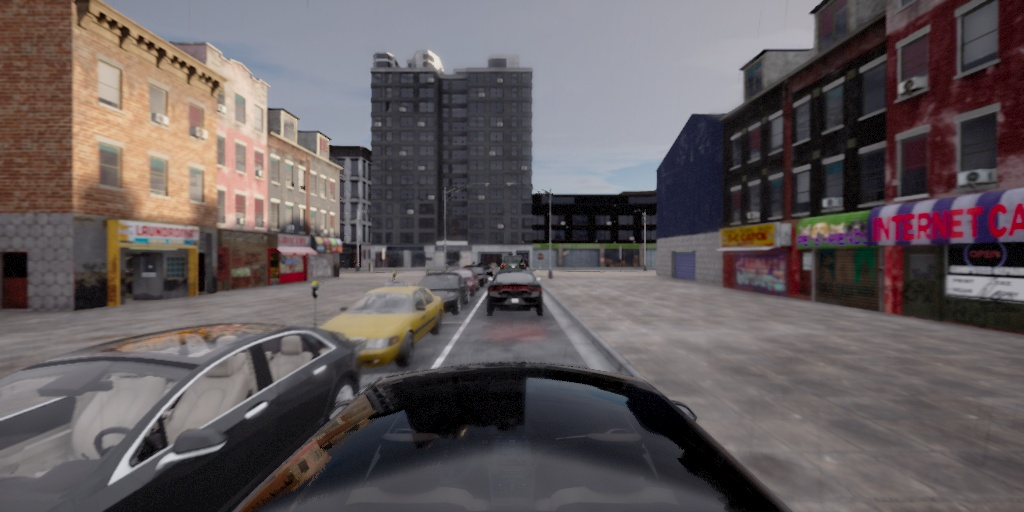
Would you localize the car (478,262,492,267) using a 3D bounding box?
[{"bbox_3d":[-2.637,1.298,24.465,1.948,1.339,4.313,0,0,0],"label":"car"}]

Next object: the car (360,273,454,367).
[{"bbox_3d":[-2.637,1.270,7.939,1.751,1.417,4.829,0,0,0],"label":"car"}]

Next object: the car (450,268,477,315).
[{"bbox_3d":[-2.637,1.307,13.562,1.948,1.339,4.313,0,0,0],"label":"car"}]

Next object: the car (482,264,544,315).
[{"bbox_3d":[0.100,1.219,13.493,1.882,1.535,5.008,0,0,0],"label":"car"}]

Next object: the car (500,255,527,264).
[{"bbox_3d":[0.101,0.947,31.239,2.150,2.045,5.566,0,0,0],"label":"car"}]

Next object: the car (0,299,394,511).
[{"bbox_3d":[-2.637,1.300,2.657,2.007,1.370,4.403,0,0,0],"label":"car"}]

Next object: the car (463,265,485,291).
[{"bbox_3d":[-2.637,1.318,19.013,1.802,1.307,4.207,0,0,0],"label":"car"}]
